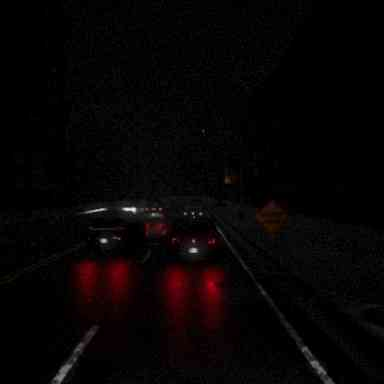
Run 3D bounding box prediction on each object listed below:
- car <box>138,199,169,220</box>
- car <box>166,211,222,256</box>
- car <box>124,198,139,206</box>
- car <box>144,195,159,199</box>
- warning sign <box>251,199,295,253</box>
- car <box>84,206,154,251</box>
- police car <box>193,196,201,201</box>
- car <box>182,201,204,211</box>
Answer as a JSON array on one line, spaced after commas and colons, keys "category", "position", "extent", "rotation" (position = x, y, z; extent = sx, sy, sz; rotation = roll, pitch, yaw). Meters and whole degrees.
[{"category": "car", "position": [-3.144, 1.643, 29.774], "extent": [2.128, 1.511, 4.902], "rotation": [0, 0, 0]}, {"category": "car", "position": [0.078, 1.668, 13.321], "extent": [1.895, 1.301, 4.718], "rotation": [0, 0, 0]}, {"category": "car", "position": [-9.744, 1.770, 54.015], "extent": [2.128, 1.511, 4.902], "rotation": [0, 0, 0]}, {"category": "car", "position": [-6.498, 1.501, 53.958], "extent": [2.150, 2.045, 5.566], "rotation": [0, -1, 0]}, {"category": "warning sign", "position": [2.861, 1.175, 11.914], "extent": [1.300, 1.860, 1.060], "rotation": [0, 0, 0]}, {"category": "car", "position": [-3.166, 1.565, 14.466], "extent": [2.128, 1.511, 4.902], "rotation": [0, 0, 0]}, {"category": "police car", "position": [1.246, 1.851, 82.021], "extent": [1.930, 1.638, 5.238], "rotation": [0, 0, 0]}, {"category": "car", "position": [0.097, 1.743, 28.297], "extent": [1.895, 1.301, 4.718], "rotation": [0, 0, 0]}]
